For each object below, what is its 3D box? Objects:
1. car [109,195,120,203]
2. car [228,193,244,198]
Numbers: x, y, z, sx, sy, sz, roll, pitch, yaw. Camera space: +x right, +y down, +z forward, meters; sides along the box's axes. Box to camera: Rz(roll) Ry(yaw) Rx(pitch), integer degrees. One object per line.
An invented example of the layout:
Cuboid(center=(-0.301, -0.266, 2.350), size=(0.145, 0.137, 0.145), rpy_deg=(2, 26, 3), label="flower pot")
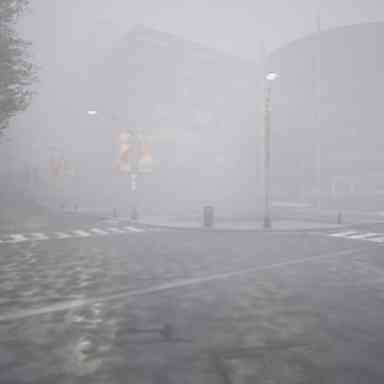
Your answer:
Cuboid(center=(-13.666, 1.369, 61.328), size=(2.161, 1.482, 4.786), rpy_deg=(0, 0, -36), label="car")
Cuboid(center=(10.497, 0.928, 79.279), size=(2.435, 2.045, 5.566), rpy_deg=(0, 0, -36), label="car")
